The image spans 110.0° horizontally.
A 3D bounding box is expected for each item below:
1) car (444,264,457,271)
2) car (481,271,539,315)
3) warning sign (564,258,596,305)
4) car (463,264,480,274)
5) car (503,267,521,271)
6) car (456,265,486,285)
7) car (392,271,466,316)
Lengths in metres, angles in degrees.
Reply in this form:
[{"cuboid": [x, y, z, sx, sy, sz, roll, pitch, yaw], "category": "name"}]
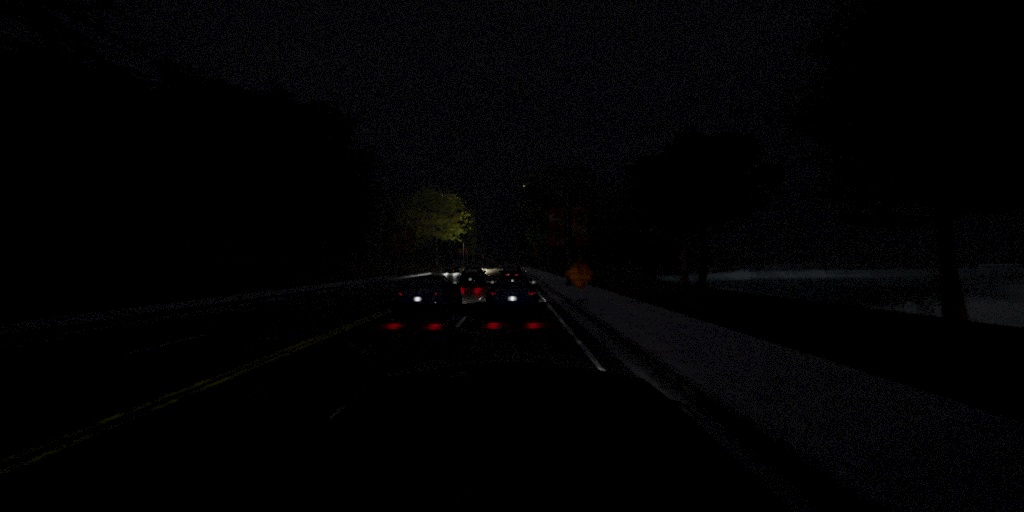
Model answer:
[{"cuboid": [-9.833, 2.053, 58.734, 1.837, 1.490, 4.892, 0, -1, 0], "category": "car"}, {"cuboid": [0.037, 1.472, 14.469, 1.994, 1.385, 4.181, 0, -1, 1], "category": "car"}, {"cuboid": [2.844, 1.027, 14.877, 1.300, 1.860, 1.060, 0, 0, 0], "category": "warning sign"}, {"cuboid": [-6.580, 2.096, 58.751, 2.033, 1.411, 5.357, 0, -1, 1], "category": "car"}, {"cuboid": [0.029, 1.615, 29.364, 1.837, 1.490, 4.892, 0, 0, 1], "category": "car"}, {"cuboid": [-3.215, 1.643, 29.981, 1.812, 1.442, 4.674, 0, -1, 0], "category": "car"}, {"cuboid": [-3.215, 1.469, 14.278, 1.994, 1.385, 4.181, 0, -1, 1], "category": "car"}]
